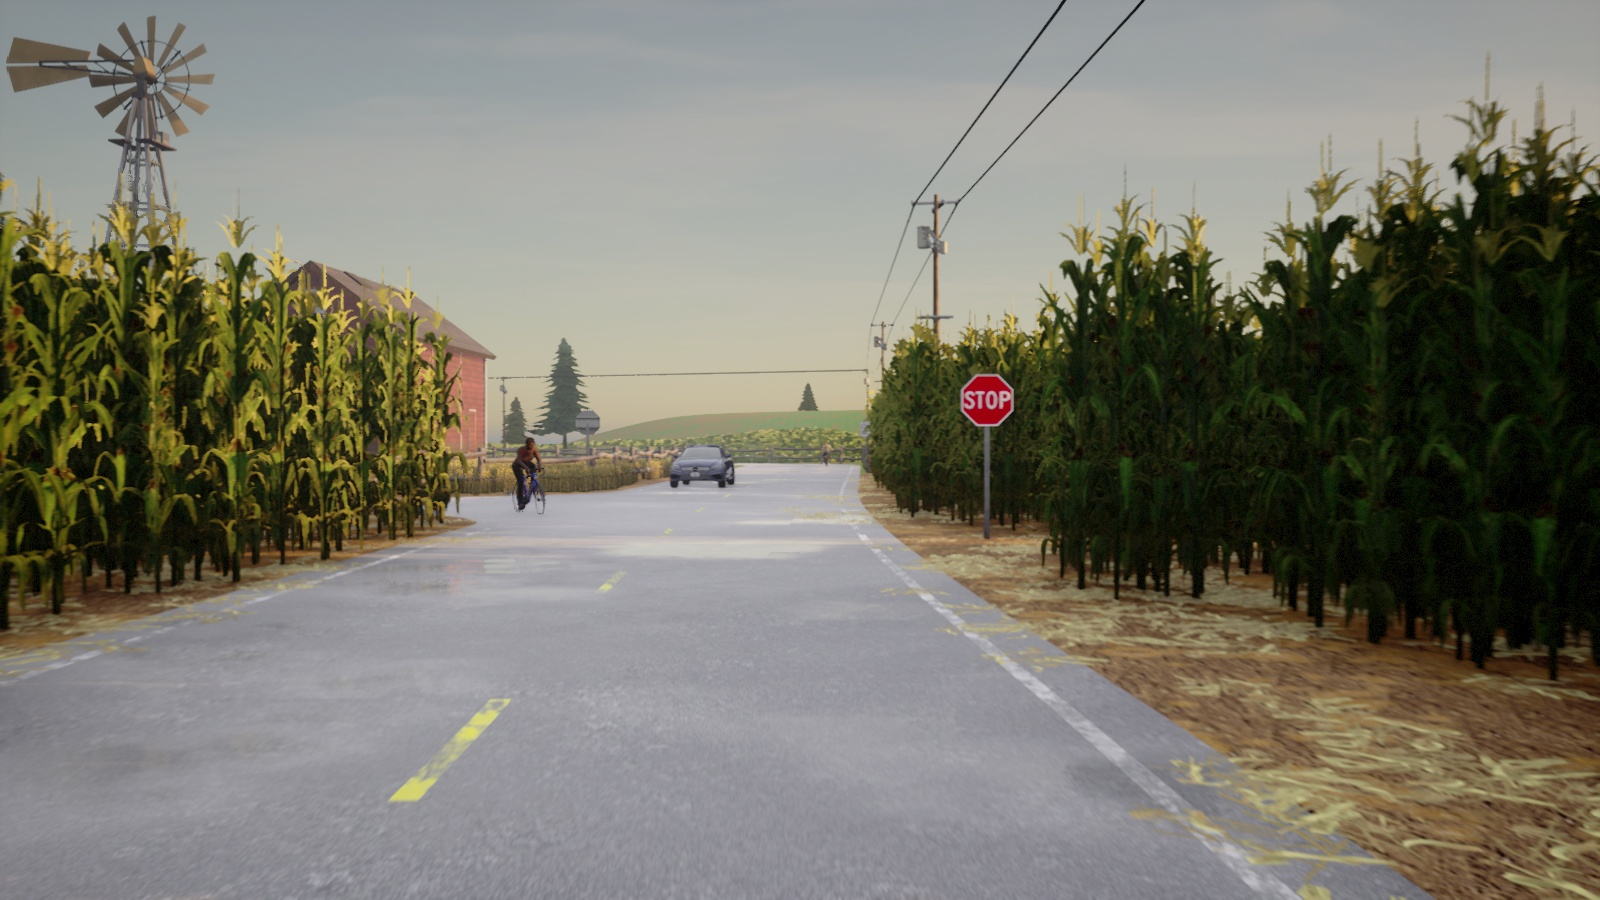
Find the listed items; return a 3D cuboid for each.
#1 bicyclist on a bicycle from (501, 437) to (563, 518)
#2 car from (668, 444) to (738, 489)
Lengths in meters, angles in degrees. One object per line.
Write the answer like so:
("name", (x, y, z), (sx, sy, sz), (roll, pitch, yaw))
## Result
("bicyclist on a bicycle", (-5.621, 0.548, 26.267), (0.582, 1.620, 1.656), (-3, 3, -36))
("car", (-3.278, 0.527, 43.200), (1.812, 1.442, 4.674), (0, 0, 3))
